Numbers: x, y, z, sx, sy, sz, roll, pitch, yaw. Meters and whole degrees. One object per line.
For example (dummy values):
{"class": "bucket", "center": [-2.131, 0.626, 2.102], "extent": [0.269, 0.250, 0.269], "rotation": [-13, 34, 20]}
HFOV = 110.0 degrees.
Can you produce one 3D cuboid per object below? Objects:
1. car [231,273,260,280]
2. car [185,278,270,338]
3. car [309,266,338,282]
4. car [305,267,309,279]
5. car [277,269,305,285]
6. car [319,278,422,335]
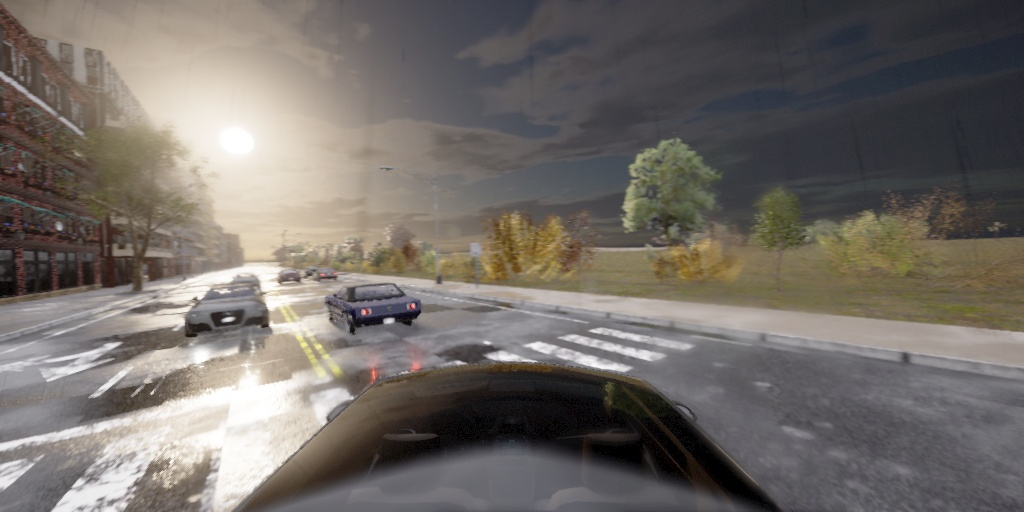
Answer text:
{"class": "car", "center": [-21.873, 2.090, 29.526], "extent": [1.994, 1.385, 4.181], "rotation": [-3, 0, -35]}
{"class": "car", "center": [-9.278, 1.671, 11.879], "extent": [1.994, 1.385, 4.181], "rotation": [-3, 1, -36]}
{"class": "car", "center": [-19.824, 1.927, 38.052], "extent": [2.033, 1.411, 5.357], "rotation": [-3, 0, -35]}
{"class": "car", "center": [-25.877, 2.092, 46.439], "extent": [1.837, 1.490, 4.892], "rotation": [-3, 1, -35]}
{"class": "car", "center": [-22.507, 2.034, 36.219], "extent": [1.812, 1.442, 4.674], "rotation": [-3, 1, -35]}
{"class": "car", "center": [-4.642, 1.512, 11.479], "extent": [1.895, 1.301, 4.718], "rotation": [-3, 1, -36]}
